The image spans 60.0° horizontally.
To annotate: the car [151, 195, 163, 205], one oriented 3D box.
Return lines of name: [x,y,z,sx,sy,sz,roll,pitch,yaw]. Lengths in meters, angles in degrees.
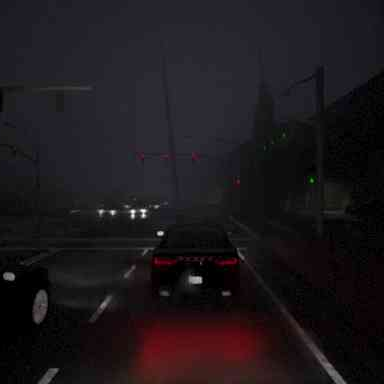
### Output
car: [-6.852,1.377,58.352,2.097,1.767,4.553,0,0,2]

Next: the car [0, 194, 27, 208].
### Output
car: [-24.946,1.173,44.094,4.605,1.855,1.932,0,0,0]

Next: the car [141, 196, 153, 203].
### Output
car: [-9.886,1.538,73.426,1.812,1.442,4.674,0,0,2]

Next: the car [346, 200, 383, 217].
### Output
car: [16.945,1.491,30.879,5.008,1.535,1.882,0,0,0]

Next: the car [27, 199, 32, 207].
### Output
car: [-24.888,1.177,46.989,3.866,1.878,1.905,0,0,0]

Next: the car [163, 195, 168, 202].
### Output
car: [-6.394,1.374,73.102,2.097,1.767,4.553,0,0,2]

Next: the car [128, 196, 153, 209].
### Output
car: [-7.157,1.621,46.715,1.895,1.301,4.718,0,0,1]

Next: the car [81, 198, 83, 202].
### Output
car: [-24.888,1.426,69.507,3.806,1.475,1.970,0,0,0]

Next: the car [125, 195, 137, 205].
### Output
car: [-10.353,1.377,58.386,2.097,1.767,4.553,0,0,2]

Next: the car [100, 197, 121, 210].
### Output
car: [-10.705,1.521,44.075,1.837,1.490,4.892,0,1,1]

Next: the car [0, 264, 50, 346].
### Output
car: [-3.440,1.479,3.907,1.882,1.535,5.008,0,0,0]

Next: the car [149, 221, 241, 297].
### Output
car: [0.070,1.481,8.638,1.882,1.535,5.008,0,0,0]

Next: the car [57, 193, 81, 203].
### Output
car: [-24.903,1.185,66.612,3.866,1.878,1.905,0,0,0]
